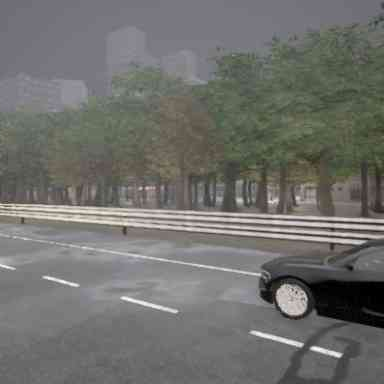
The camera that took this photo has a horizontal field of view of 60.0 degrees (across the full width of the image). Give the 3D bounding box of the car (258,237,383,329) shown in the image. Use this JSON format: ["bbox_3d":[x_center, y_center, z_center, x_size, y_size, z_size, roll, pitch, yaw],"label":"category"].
[{"bbox_3d":[3.581,1.495,5.615,5.008,1.535,1.882,0,0,36],"label":"car"}]
